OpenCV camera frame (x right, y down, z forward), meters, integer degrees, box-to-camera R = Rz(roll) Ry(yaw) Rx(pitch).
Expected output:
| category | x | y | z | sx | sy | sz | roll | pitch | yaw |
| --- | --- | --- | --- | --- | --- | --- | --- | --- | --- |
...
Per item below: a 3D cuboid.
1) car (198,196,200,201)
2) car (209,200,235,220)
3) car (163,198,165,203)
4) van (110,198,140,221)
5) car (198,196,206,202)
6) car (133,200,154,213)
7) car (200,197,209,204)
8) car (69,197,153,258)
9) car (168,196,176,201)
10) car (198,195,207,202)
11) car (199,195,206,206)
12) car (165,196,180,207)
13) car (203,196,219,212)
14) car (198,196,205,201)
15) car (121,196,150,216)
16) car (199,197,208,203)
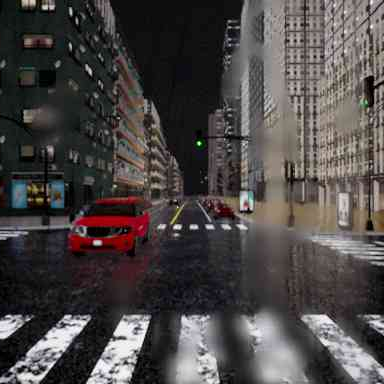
| category | x | y | z | sx | sy | sz | roll | pitch | yaw |
| --- | --- | --- | --- | --- | --- | --- | --- | --- | --- |
| car | 2.659 | 1.763 | 67.410 | 2.008 | 1.369 | 4.403 | 0 | 0 | 0 |
| car | 2.682 | 1.666 | 28.716 | 1.802 | 1.307 | 4.206 | 0 | 0 | 0 |
| car | -5.727 | 1.694 | 78.461 | 1.967 | 1.590 | 4.097 | 0 | 0 | 0 |
| van | -5.698 | 1.425 | 28.714 | 1.690 | 1.788 | 3.998 | 0 | 0 | 0 |
| car | 2.647 | 1.847 | 89.520 | 2.008 | 1.369 | 4.403 | 0 | 0 | 0 |
| car | -5.705 | 1.663 | 39.769 | 1.887 | 1.381 | 4.507 | 0 | 0 | 0 |
| car | 2.656 | 1.778 | 72.938 | 1.887 | 1.381 | 4.507 | 0 | 0 | 0 |
| car | -3.007 | 1.266 | 13.343 | 2.150 | 2.045 | 5.566 | 0 | 0 | 0 |
| car | -5.737 | 1.885 | 95.044 | 1.947 | 1.339 | 4.313 | 0 | 0 | 0 |
| car | 2.652 | 1.590 | 83.994 | 2.192 | 1.841 | 5.009 | 0 | 0 | 0 |
| car | 2.667 | 1.613 | 56.355 | 1.967 | 1.590 | 4.097 | 0 | 0 | 0 |
| car | -3.031 | 1.704 | 56.176 | 1.994 | 1.385 | 4.181 | 0 | 0 | 0 |
| car | 2.676 | 1.558 | 39.773 | 1.967 | 1.590 | 4.097 | 0 | 0 | 0 |
| car | 2.643 | 1.900 | 95.048 | 1.802 | 1.307 | 4.206 | 0 | 0 | 0 |
| car | -5.701 | 1.416 | 34.241 | 2.192 | 1.841 | 5.009 | 0 | 0 | 0 |
| car | 2.653 | 1.836 | 78.465 | 1.802 | 1.307 | 4.206 | 0 | 0 | 0 |
